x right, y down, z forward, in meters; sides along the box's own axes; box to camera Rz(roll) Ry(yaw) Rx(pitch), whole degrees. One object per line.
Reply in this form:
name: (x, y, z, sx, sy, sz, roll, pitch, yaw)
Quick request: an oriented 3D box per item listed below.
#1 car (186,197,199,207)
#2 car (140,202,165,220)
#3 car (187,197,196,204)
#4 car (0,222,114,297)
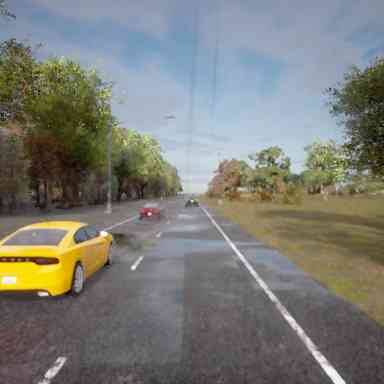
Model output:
car: (0.020, 1.528, 55.276, 2.097, 1.767, 4.553, 0, 0, 0)
car: (-3.441, 1.621, 29.262, 1.812, 1.442, 4.674, 0, 0, 0)
car: (-0.104, 1.788, 73.214, 1.994, 1.385, 4.181, 0, 0, 0)
car: (-3.412, 1.508, 8.703, 1.882, 1.535, 5.008, 0, 0, 0)
